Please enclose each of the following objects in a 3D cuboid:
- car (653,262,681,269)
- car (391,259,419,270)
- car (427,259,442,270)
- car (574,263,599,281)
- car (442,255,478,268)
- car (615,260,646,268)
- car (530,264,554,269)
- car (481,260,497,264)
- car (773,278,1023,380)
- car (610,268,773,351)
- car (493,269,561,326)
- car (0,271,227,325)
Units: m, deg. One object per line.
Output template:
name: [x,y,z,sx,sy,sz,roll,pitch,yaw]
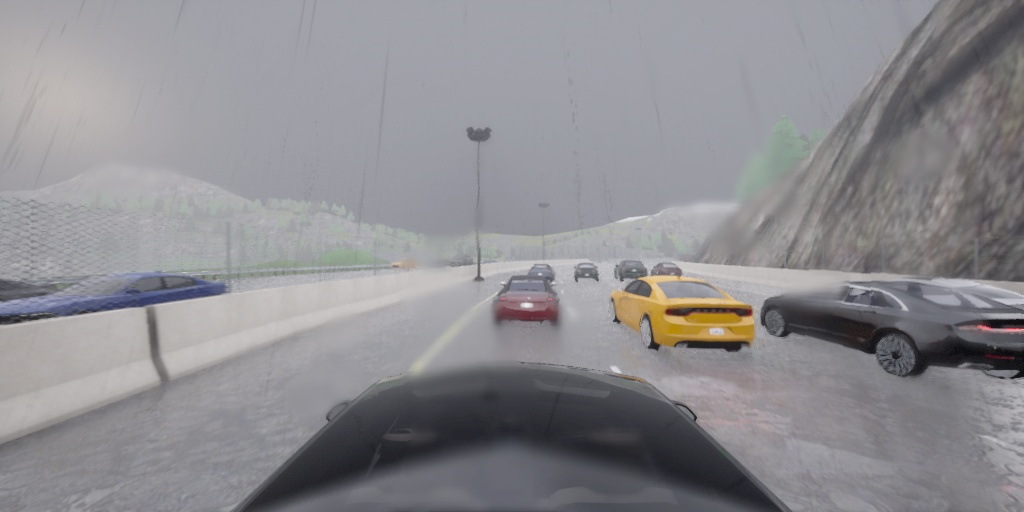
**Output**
car: [13.565,1.281,31.524,1.812,1.442,4.674,0,0,11]
car: [-14.787,1.151,49.720,1.882,1.535,5.008,0,0,15]
car: [-10.549,1.174,51.964,2.128,1.511,4.902,0,0,16]
car: [6.137,1.266,29.729,1.812,1.442,4.674,0,0,10]
car: [-7.259,0.915,50.783,2.150,2.045,5.566,0,0,16]
car: [9.615,1.100,29.251,2.097,1.767,4.553,0,0,10]
car: [2.369,1.296,28.389,1.994,1.385,4.181,0,0,9]
car: [-3.452,1.246,51.489,2.033,1.411,5.357,0,0,16]
car: [7.293,1.254,7.307,2.128,1.511,4.902,0,0,2]
car: [3.858,1.230,9.054,1.882,1.535,5.008,0,0,2]
car: [0.525,1.306,11.747,1.994,1.385,4.181,0,0,3]
car: [-10.309,1.197,9.590,1.882,1.535,5.008,0,0,3]
